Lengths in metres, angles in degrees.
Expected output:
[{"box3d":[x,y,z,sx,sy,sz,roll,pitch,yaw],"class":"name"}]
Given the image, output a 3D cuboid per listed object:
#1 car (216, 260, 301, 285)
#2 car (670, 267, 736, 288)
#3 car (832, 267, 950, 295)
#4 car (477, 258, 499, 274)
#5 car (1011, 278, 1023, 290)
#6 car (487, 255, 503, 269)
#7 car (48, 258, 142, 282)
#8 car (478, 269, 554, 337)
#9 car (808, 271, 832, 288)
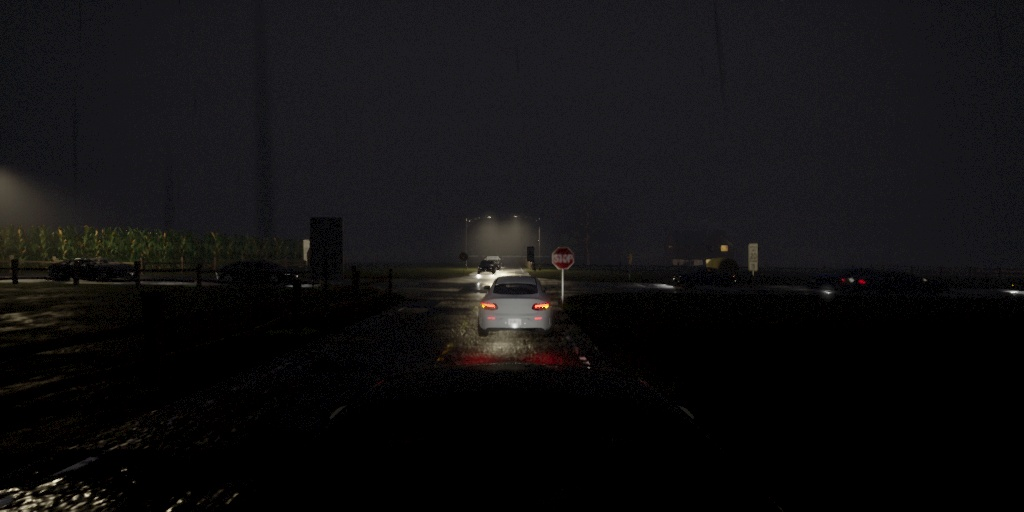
[{"box3d":[-16.459,1.047,23.425,4.892,1.490,1.837,1,1,0],"class":"car"},{"box3d":[13.660,1.490,25.807,4.181,1.385,1.994,1,1,1],"class":"car"},{"box3d":[24.061,1.667,22.694,5.357,1.411,2.033,1,1,1],"class":"car"},{"box3d":[-2.814,1.234,40.776,1.837,1.490,4.892,0,0,0],"class":"car"},{"box3d":[38.440,1.860,25.360,4.181,1.385,1.994,1,1,1],"class":"car"},{"box3d":[-2.806,0.948,51.967,2.150,2.045,5.566,0,0,0],"class":"car"},{"box3d":[-27.303,0.882,23.587,4.902,1.511,2.128,1,1,1],"class":"car"},{"box3d":[0.132,1.271,10.127,1.812,1.442,4.674,0,0,2],"class":"car"},{"box3d":[24.101,1.556,25.628,5.008,1.535,1.882,1,1,1],"class":"car"}]
